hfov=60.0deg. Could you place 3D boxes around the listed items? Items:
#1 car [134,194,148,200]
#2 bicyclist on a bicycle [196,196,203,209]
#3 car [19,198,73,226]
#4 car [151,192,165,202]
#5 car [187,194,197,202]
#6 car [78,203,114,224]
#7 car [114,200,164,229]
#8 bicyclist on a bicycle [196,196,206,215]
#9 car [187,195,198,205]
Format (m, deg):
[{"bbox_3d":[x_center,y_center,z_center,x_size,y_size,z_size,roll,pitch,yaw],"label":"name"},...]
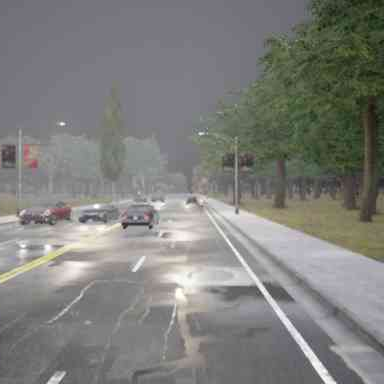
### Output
[{"bbox_3d":[-9.803,1.189,63.785,2.097,1.767,4.553,0,0,0],"label":"car"},{"bbox_3d":[0.890,1.329,41.618,0.866,1.612,1.509,0,0,0],"label":"bicyclist on a bicycle"},{"bbox_3d":[-9.859,1.293,22.791,2.097,1.767,4.553,0,0,0],"label":"car"},{"bbox_3d":[-6.544,1.059,64.511,2.150,2.045,5.566,0,0,0],"label":"car"},{"bbox_3d":[-0.037,1.333,75.166,2.128,1.511,4.902,0,0,0],"label":"car"},{"bbox_3d":[-6.612,1.484,24.320,2.033,1.411,5.357,0,0,0],"label":"car"},{"bbox_3d":[-3.161,1.492,21.066,2.033,1.411,5.357,0,0,0],"label":"car"},{"bbox_3d":[0.896,1.353,32.184,0.866,1.612,1.509,0,0,0],"label":"bicyclist on a bicycle"},{"bbox_3d":[0.022,1.361,57.040,1.837,1.490,4.892,0,1,0],"label":"car"}]
